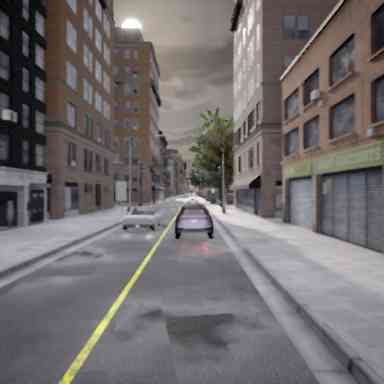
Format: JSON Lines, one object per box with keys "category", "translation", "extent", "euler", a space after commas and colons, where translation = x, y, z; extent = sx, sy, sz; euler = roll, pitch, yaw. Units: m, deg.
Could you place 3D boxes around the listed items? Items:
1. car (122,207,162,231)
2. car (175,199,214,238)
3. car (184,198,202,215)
{"category": "car", "translation": [-3.021, 1.604, 20.712], "extent": [1.895, 1.301, 4.718], "euler": [0, 0, 1]}
{"category": "car", "translation": [0.101, 1.433, 17.864], "extent": [2.033, 1.649, 4.856], "euler": [0, 0, 0]}
{"category": "car", "translation": [0.102, 1.461, 34.644], "extent": [1.801, 1.575, 5.366], "euler": [0, 0, 0]}
